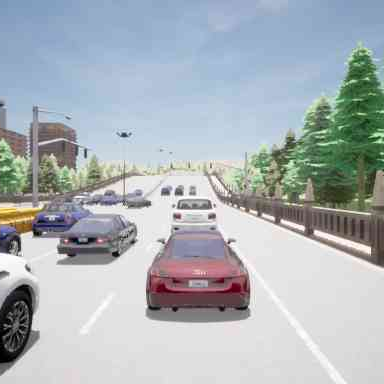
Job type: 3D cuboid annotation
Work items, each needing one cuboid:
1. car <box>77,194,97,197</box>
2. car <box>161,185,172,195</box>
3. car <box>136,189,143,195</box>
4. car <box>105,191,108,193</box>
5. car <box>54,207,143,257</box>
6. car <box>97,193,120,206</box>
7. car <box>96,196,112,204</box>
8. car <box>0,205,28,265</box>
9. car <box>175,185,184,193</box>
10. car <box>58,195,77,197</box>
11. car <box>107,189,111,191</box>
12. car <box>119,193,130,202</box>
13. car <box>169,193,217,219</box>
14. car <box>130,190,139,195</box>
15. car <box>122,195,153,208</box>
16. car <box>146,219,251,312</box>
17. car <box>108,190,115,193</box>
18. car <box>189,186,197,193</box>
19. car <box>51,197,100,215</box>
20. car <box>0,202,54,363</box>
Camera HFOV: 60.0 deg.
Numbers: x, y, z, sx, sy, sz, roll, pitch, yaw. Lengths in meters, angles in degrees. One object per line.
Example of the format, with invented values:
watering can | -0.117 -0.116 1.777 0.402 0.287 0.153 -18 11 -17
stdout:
car | -17.505 1.484 57.110 2.128 1.511 4.902 0 0 1
car | -6.831 -0.331 86.533 2.150 2.045 5.566 0 7 0
car | -13.839 0.049 85.362 1.882 1.535 5.008 0 6 0
car | -20.914 1.101 73.879 2.033 1.411 5.357 0 3 0
car | -3.394 1.547 12.912 2.033 1.411 5.357 0 0 0
car | -14.016 1.471 56.054 1.882 1.535 5.008 0 0 0
car | -17.444 1.499 66.244 1.895 1.301 4.718 0 2 0
car | -6.892 1.352 9.562 2.097 1.767 4.553 0 0 0
car | -3.334 -0.282 85.970 2.150 2.045 5.566 0 7 0
car | -21.081 1.351 54.206 2.097 1.767 4.553 0 0 2
car | -20.846 0.179 84.219 1.882 1.535 5.008 0 6 0
car | -13.963 1.448 65.362 1.812 1.442 4.674 0 1 0
car | 0.115 1.222 17.210 2.150 2.045 5.566 0 0 0
car | -13.905 0.943 75.236 1.882 1.535 5.008 0 3 0
car | -7.249 1.547 46.403 2.033 1.411 5.357 0 0 15
car | 0.109 1.564 7.803 1.994 1.385 4.181 0 0 0
car | -17.398 1.002 76.188 1.895 1.301 4.718 0 3 0
car | 0.168 -0.022 86.368 2.128 1.511 4.902 0 7 0
car | -6.935 1.352 18.492 2.097 1.767 4.553 0 0 -1
car | -3.396 1.221 2.721 2.150 2.045 5.566 0 0 0
